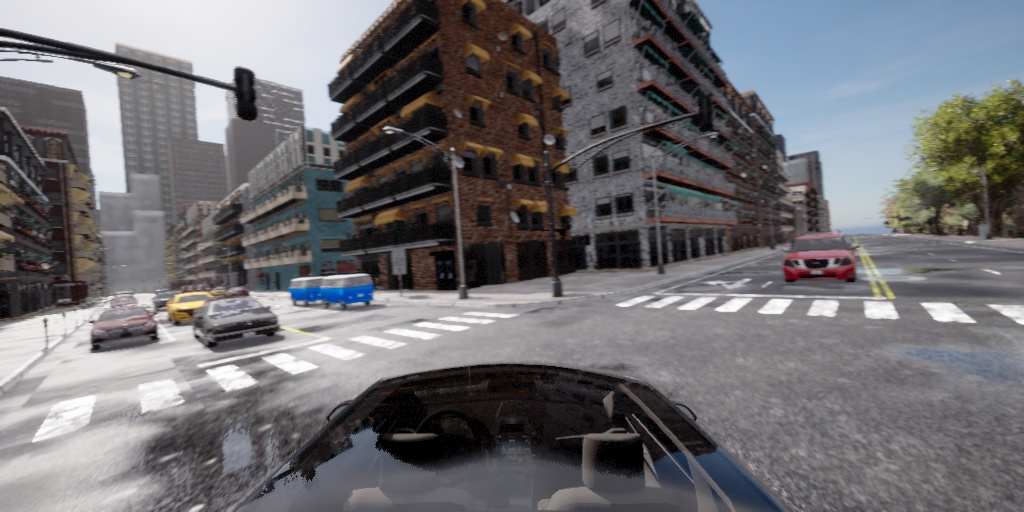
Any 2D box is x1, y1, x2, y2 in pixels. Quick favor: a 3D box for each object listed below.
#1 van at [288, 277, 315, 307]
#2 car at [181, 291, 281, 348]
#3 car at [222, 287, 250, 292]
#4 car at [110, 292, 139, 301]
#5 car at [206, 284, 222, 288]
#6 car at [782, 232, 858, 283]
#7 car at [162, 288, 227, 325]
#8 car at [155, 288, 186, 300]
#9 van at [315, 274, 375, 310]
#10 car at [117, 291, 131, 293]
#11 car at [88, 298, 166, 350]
[{"bbox_3d":[-13.271,2.298,23.734,3.998,1.789,1.690,0,0,43],"label":"van"},{"bbox_3d":[-10.006,2.180,12.779,5.357,1.411,2.033,-5,0,43],"label":"car"},{"bbox_3d":[-29.681,3.986,38.925,4.207,1.307,1.802,0,0,43],"label":"car"},{"bbox_3d":[-35.344,4.434,32.808,4.207,1.307,1.802,0,0,43],"label":"car"},{"bbox_3d":[-38.011,4.653,46.635,4.829,1.417,1.751,0,0,43],"label":"car"},{"bbox_3d":[13.285,0.063,15.466,2.150,2.045,5.566,-4,2,43],"label":"car"},{"bbox_3d":[-17.570,2.776,19.780,5.008,1.535,1.882,-5,0,42],"label":"car"},{"bbox_3d":[-29.972,3.898,31.302,4.892,1.490,1.837,-6,-1,43],"label":"car"},{"bbox_3d":[-9.169,1.937,19.935,3.998,1.789,1.690,0,0,43],"label":"van"},{"bbox_3d":[-39.446,4.654,36.605,4.097,1.591,1.967,0,0,43],"label":"car"},{"bbox_3d":[-14.831,2.626,13.819,4.207,1.307,1.802,0,0,43],"label":"car"}]
